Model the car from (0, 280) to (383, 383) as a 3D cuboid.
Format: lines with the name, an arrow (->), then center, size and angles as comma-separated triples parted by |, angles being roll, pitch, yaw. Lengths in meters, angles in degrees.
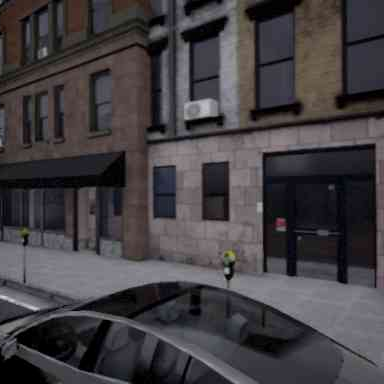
car -> -0.539, 1.581, 3.193 | 4.313, 1.339, 1.947 | -1, 0, 36
